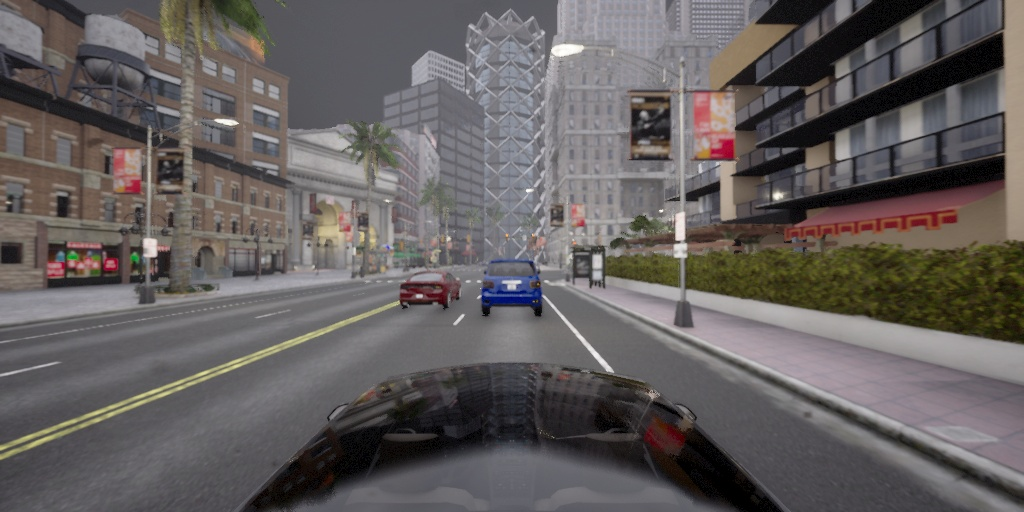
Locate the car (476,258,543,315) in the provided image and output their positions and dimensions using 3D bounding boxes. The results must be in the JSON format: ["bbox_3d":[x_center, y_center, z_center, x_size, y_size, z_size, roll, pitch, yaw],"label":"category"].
[{"bbox_3d":[0.007,1.114,14.351,2.150,2.045,5.566,0,0,0],"label":"car"}]

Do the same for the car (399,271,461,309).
[{"bbox_3d":[-3.474,1.384,16.013,1.882,1.535,5.008,0,0,1],"label":"car"}]
